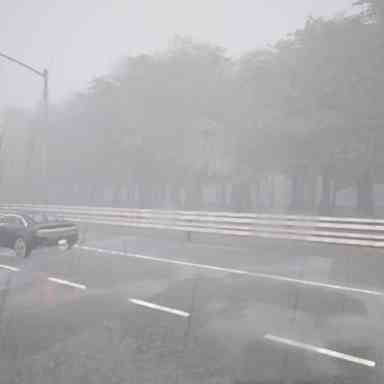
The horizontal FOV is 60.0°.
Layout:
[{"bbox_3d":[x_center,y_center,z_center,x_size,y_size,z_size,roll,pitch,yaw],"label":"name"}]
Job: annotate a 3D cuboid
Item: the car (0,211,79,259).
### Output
[{"bbox_3d":[-6.384,1.494,12.725,4.902,1.511,2.128,0,0,36],"label":"car"}]
